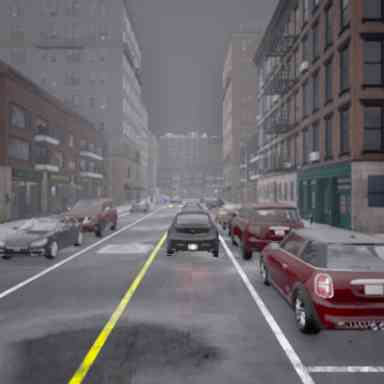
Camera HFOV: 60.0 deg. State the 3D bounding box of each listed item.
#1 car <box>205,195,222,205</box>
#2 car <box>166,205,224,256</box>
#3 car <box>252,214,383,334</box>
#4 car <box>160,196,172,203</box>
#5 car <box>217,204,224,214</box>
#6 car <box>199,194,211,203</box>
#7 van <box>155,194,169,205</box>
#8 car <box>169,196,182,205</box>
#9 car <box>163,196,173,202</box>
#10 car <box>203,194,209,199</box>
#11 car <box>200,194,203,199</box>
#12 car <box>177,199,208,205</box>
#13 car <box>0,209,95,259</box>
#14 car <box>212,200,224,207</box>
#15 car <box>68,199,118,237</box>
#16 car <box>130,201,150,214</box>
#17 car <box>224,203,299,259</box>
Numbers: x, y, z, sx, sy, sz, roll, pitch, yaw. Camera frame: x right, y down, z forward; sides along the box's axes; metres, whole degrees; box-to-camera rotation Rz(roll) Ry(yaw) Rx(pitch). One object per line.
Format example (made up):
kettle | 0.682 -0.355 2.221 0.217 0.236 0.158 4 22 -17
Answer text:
car | 3.019 1.477 41.762 1.837 1.490 4.892 0 0 0
car | 0.045 1.497 13.110 1.837 1.490 4.892 0 0 0
car | 2.637 1.436 6.755 1.967 1.590 4.097 0 0 0
car | -5.390 1.509 69.036 2.008 1.369 4.403 0 0 0
car | 2.637 1.554 18.079 1.947 1.339 4.313 0 0 0
car | 2.635 1.273 69.036 2.192 1.841 5.009 0 0 0
van | -5.390 1.305 57.712 1.690 1.788 3.998 0 0 0
car | -2.807 1.441 58.242 1.882 1.535 5.008 0 0 0
car | -5.391 1.521 74.698 1.947 1.339 4.313 0 0 0
car | 3.013 1.446 48.762 1.882 1.535 5.008 0 0 0
car | 2.635 1.527 63.374 1.947 1.339 4.313 0 0 0
car | 0.047 1.546 28.317 1.994 1.385 4.181 0 0 0
car | -5.388 1.543 12.417 2.008 1.369 4.403 0 0 0
car | 2.636 1.510 23.911 1.752 1.417 4.829 0 0 0
car | -5.388 1.303 18.079 2.192 1.841 5.009 0 0 0
car | -5.389 1.559 35.065 1.802 1.307 4.206 0 0 0
car | 2.637 1.307 12.417 2.192 1.841 5.009 0 0 0
